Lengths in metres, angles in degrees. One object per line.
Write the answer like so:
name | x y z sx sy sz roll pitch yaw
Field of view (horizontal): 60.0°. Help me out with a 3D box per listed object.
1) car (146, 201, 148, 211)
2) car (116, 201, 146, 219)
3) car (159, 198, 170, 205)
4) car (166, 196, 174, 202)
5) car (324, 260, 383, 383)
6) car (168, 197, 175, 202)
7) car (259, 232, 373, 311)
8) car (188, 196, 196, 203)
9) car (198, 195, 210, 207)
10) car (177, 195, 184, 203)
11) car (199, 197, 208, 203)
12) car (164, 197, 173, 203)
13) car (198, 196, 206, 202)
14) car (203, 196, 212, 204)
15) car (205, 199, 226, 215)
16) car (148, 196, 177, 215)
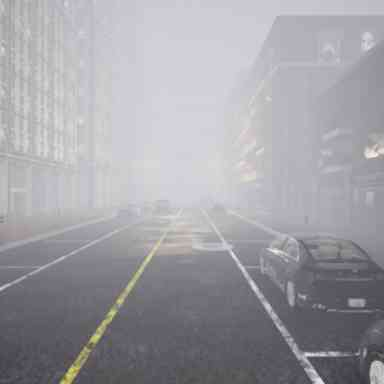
car | -5.686 1.745 41.510 1.887 1.381 4.507 0 0 0
car | -5.686 1.694 30.212 2.008 1.369 4.403 0 0 0
car | -5.685 1.914 69.752 1.947 1.339 4.313 0 0 0
car | -5.684 1.883 86.698 1.967 1.590 4.097 0 0 0
car | 2.692 1.560 1.970 2.008 1.369 4.403 0 0 0
car | -5.683 2.000 92.176 1.752 1.417 4.829 0 0 0
car | 2.693 1.586 7.618 2.008 1.369 4.403 0 0 0
car | 0.005 1.842 77.553 1.895 1.301 4.718 0 0 0
car | 2.398 1.519 59.197 2.150 2.045 5.566 0 0 0
car | -2.995 1.591 76.425 2.097 1.767 4.553 0 0 0
car | 2.696 1.961 81.049 2.008 1.369 4.403 0 0 0
car | -5.684 1.961 81.048 2.008 1.369 4.403 0 0 0
car | 2.697 1.916 92.345 1.967 1.590 4.097 0 0 0
car | 2.694 1.640 41.510 1.967 1.590 4.097 0 0 0
car | 2.694 1.753 35.861 1.802 1.307 4.206 0 0 0
car | -3.088 1.523 35.803 2.097 1.767 4.553 0 0 0
